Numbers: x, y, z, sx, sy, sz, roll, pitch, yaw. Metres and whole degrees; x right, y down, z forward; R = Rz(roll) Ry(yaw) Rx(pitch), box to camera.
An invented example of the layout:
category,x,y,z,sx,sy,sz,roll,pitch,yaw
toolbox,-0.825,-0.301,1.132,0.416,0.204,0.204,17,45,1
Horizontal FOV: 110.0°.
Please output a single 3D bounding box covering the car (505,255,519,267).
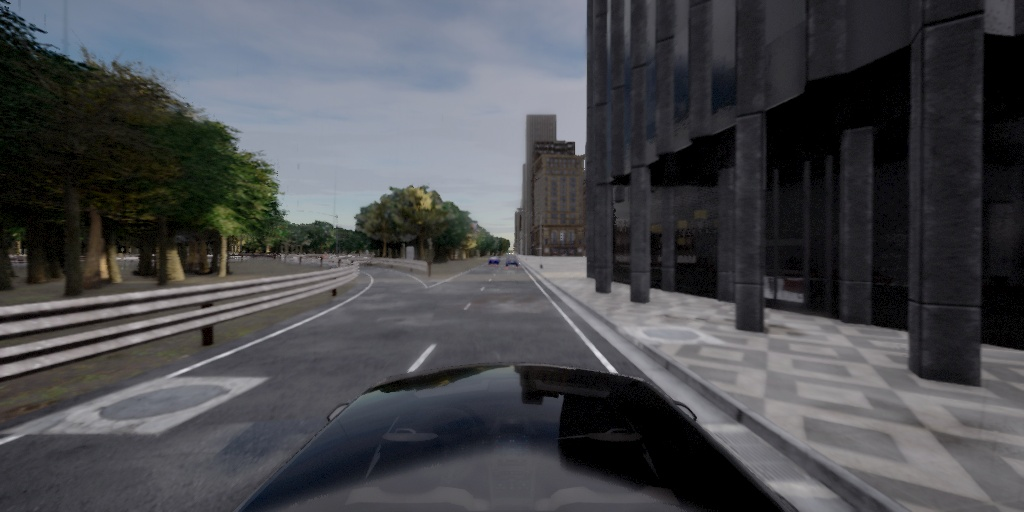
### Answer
category,x,y,z,sx,sy,sz,roll,pitch,yaw
car,0.007,0.866,58.718,2.097,1.767,4.553,0,0,0
